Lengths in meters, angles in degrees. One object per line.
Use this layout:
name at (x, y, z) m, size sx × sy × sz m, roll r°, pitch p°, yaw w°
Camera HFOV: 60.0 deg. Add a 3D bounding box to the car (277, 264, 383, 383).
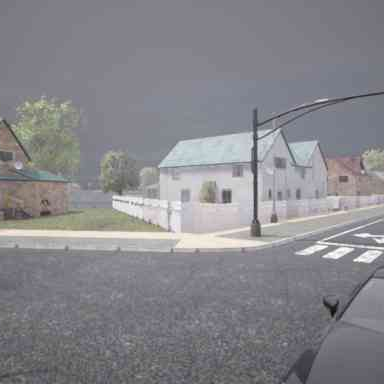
car at (2.531, 1.524, 3.416) m, size 1.812 × 1.442 × 4.674 m, roll 0°, pitch 0°, yaw 42°
